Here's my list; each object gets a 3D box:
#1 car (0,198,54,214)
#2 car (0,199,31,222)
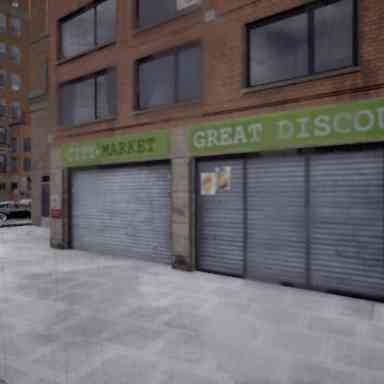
[{"bbox_3d":[-16.107,1.341,32.596,2.008,1.369,4.403,0,0,36],"label":"car"},{"bbox_3d":[-12.318,1.346,23.243,1.947,1.339,4.313,0,0,36],"label":"car"}]
